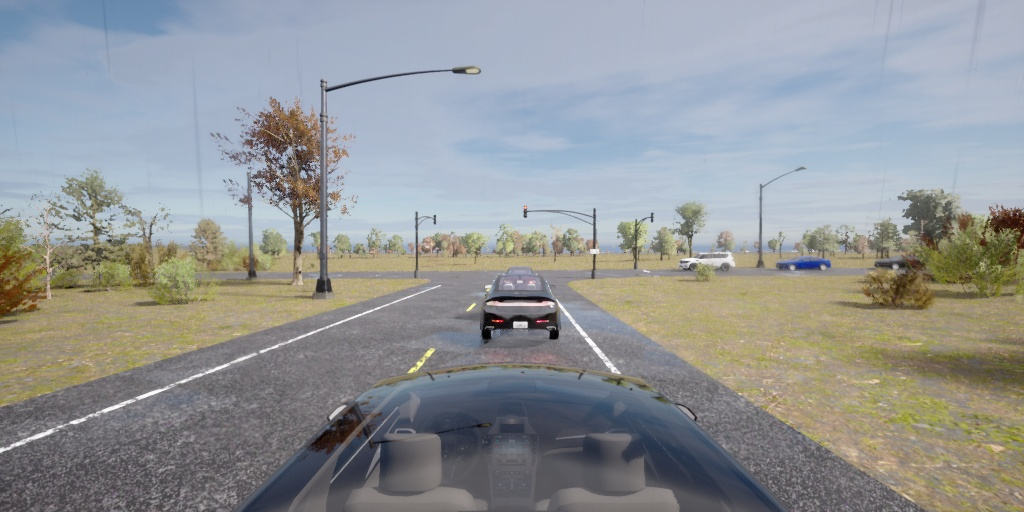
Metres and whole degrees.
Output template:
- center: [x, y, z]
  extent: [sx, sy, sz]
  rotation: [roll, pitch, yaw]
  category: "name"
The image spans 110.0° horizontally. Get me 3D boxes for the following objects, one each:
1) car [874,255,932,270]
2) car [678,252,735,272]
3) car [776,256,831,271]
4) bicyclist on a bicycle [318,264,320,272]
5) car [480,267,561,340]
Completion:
- center: [41.568, 0.671, 38.012]
  extent: [5.008, 1.535, 1.882]
  rotation: [-1, 1, 5]
  category: "car"
- center: [21.548, 0.629, 39.791]
  extent: [5.566, 2.045, 2.150]
  rotation: [-1, 1, 5]
  category: "car"
- center: [31.545, 0.776, 38.908]
  extent: [5.008, 1.535, 1.882]
  rotation: [-1, 1, 5]
  category: "car"
- center: [-25.343, 1.326, 47.868]
  extent: [0.582, 1.620, 1.656]
  rotation: [-1, 0, 5]
  category: "bicyclist on a bicycle"
- center: [0.220, 1.235, 9.969]
  extent: [2.128, 1.511, 4.902]
  rotation: [0, 0, 1]
  category: "car"
